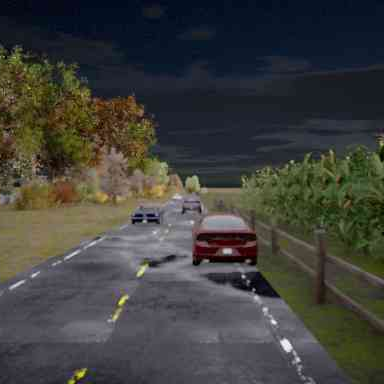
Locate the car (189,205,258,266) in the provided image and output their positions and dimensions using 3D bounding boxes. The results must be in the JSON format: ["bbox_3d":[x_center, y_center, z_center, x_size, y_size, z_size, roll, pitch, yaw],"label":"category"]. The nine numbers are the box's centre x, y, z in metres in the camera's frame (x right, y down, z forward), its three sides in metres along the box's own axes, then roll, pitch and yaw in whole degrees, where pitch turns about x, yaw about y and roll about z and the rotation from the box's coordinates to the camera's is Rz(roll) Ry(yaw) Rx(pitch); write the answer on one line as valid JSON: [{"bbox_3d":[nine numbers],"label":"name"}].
[{"bbox_3d":[0.944,1.410,11.342,1.882,1.535,5.008,0,0,0],"label":"car"}]

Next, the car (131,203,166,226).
[{"bbox_3d":[-2.884,1.469,22.493,1.895,1.301,4.718,0,0,0],"label":"car"}]

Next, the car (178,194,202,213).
[{"bbox_3d":[-0.014,1.298,33.421,2.128,1.511,4.902,0,0,0],"label":"car"}]

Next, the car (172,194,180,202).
[{"bbox_3d":[-2.868,1.156,64.430,1.812,1.442,4.674,0,0,0],"label":"car"}]

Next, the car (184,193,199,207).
[{"bbox_3d":[-0.036,1.082,46.844,2.097,1.767,4.553,0,0,0],"label":"car"}]
